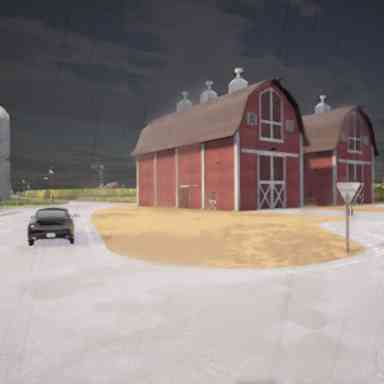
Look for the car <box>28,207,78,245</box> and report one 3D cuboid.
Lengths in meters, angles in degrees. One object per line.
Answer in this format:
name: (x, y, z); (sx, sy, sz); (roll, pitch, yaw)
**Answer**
car: (-6.465, 1.494, 15.626); (1.837, 1.490, 4.892); (0, 0, -19)
